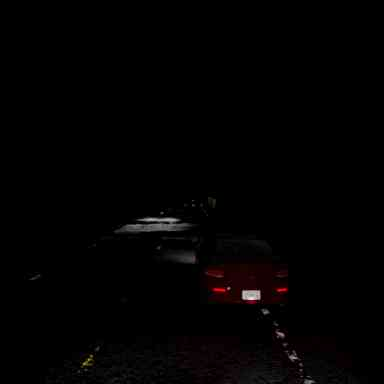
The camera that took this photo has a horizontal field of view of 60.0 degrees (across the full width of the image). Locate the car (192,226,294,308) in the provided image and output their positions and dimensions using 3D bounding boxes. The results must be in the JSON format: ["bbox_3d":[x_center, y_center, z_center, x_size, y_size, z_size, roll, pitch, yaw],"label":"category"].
[{"bbox_3d":[0.979,1.526,7.764,1.812,1.442,4.674,0,0,0],"label":"car"}]

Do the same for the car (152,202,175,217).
[{"bbox_3d":[-2.674,1.597,31.800,1.895,1.301,4.718,0,0,0],"label":"car"}]

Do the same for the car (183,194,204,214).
[{"bbox_3d":[0.157,1.348,34.948,2.097,1.767,4.553,0,0,0],"label":"car"}]
